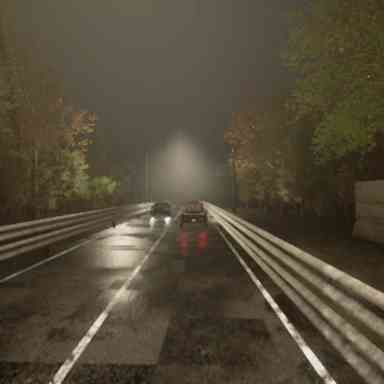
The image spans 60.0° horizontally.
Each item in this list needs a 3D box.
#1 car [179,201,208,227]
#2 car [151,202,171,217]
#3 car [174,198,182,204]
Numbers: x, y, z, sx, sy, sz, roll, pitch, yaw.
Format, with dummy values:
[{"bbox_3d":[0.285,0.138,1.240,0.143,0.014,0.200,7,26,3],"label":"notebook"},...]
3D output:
[{"bbox_3d":[0.124,1.633,23.770,2.128,1.511,4.902,0,0,0],"label":"car"},{"bbox_3d":[-3.285,1.775,35.795,1.882,1.535,5.008,0,-1,0],"label":"car"},{"bbox_3d":[-3.134,2.185,78.351,2.097,1.767,4.553,0,-1,0],"label":"car"}]
